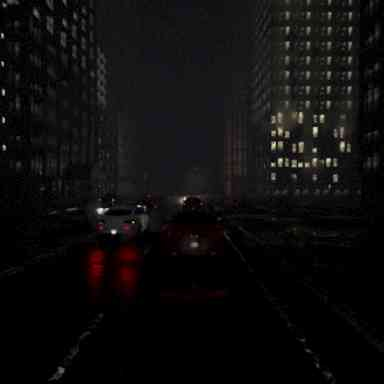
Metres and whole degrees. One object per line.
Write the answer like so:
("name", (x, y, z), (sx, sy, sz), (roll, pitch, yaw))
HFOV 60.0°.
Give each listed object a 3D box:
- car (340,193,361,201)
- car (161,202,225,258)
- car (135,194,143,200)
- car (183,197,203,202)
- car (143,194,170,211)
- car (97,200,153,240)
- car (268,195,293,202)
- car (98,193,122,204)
("car", (32.761, 0.966, 68.713), (4.097, 1.590, 1.967), (1, 1, -1))
("car", (0.079, 1.339, 12.104), (1.882, 1.535, 5.008), (0, 1, 0))
("car", (-6.557, 1.032, 45.394), (2.033, 1.411, 5.357), (0, 1, 0))
("car", (0.094, 1.173, 30.986), (1.812, 1.442, 4.674), (0, 1, 0))
("car", (-3.155, 1.118, 31.580), (1.882, 1.535, 5.008), (0, 1, 0))
("car", (-3.159, 1.345, 15.765), (1.812, 1.442, 4.674), (0, 1, 0))
("car", (15.930, 1.146, 59.999), (4.403, 1.369, 2.008), (1, 1, -1))
("car", (-9.830, 0.895, 40.109), (2.097, 1.767, 4.553), (0, 1, 0))
